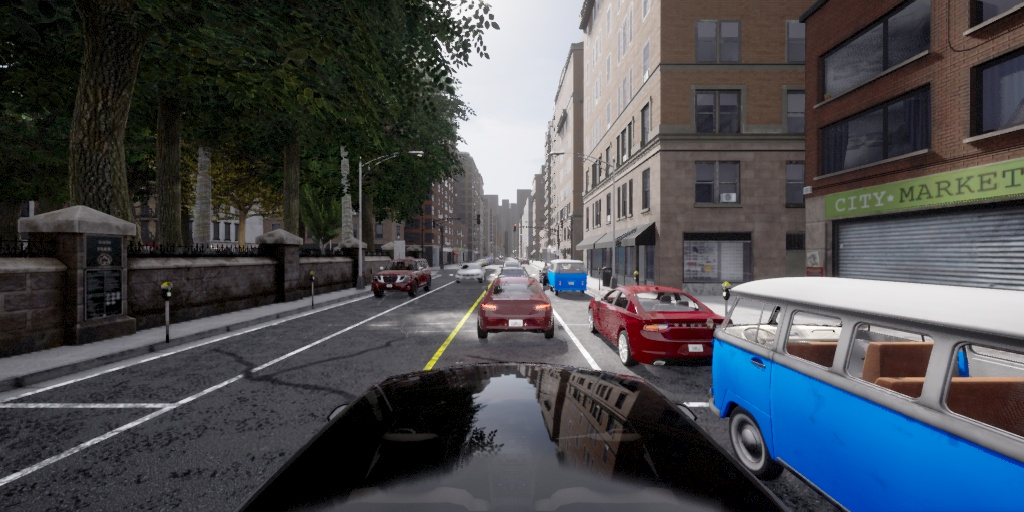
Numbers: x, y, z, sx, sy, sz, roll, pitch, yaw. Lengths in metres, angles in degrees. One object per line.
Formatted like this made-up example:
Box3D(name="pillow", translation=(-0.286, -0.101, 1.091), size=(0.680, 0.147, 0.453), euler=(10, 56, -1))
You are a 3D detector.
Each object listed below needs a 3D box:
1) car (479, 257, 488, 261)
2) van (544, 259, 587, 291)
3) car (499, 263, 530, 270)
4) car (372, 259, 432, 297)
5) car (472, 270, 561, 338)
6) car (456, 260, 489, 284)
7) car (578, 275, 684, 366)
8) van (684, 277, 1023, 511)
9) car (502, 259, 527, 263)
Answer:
Box3D(name="car", translation=(-5.651, 1.230, 62.606), size=(1.751, 1.417, 4.829), euler=(0, 0, 0))
Box3D(name="van", translation=(2.861, 1.086, 19.125), size=(1.690, 1.789, 3.998), euler=(0, 0, 0))
Box3D(name="car", translation=(0.102, 1.292, 19.585), size=(2.033, 1.411, 5.357), euler=(0, 0, 1))
Box3D(name="car", translation=(-5.663, 1.060, 19.087), size=(2.192, 1.841, 5.009), euler=(0, 0, 0))
Box3D(name="car", translation=(0.097, 1.275, 10.006), size=(1.812, 1.442, 4.674), euler=(0, 0, 0))
Box3D(name="car", translation=(-3.017, 1.265, 26.953), size=(1.812, 1.442, 4.674), euler=(0, 0, 0))
Box3D(name="car", translation=(2.858, 1.294, 7.804), size=(1.888, 1.381, 4.507), euler=(0, 0, 0))
Box3D(name="van", translation=(2.857, 1.091, 2.143), size=(1.690, 1.789, 3.998), euler=(0, 0, 0))
Box3D(name="car", translation=(0.011, 1.243, 29.329), size=(1.837, 1.490, 4.892), euler=(0, 0, 0))
